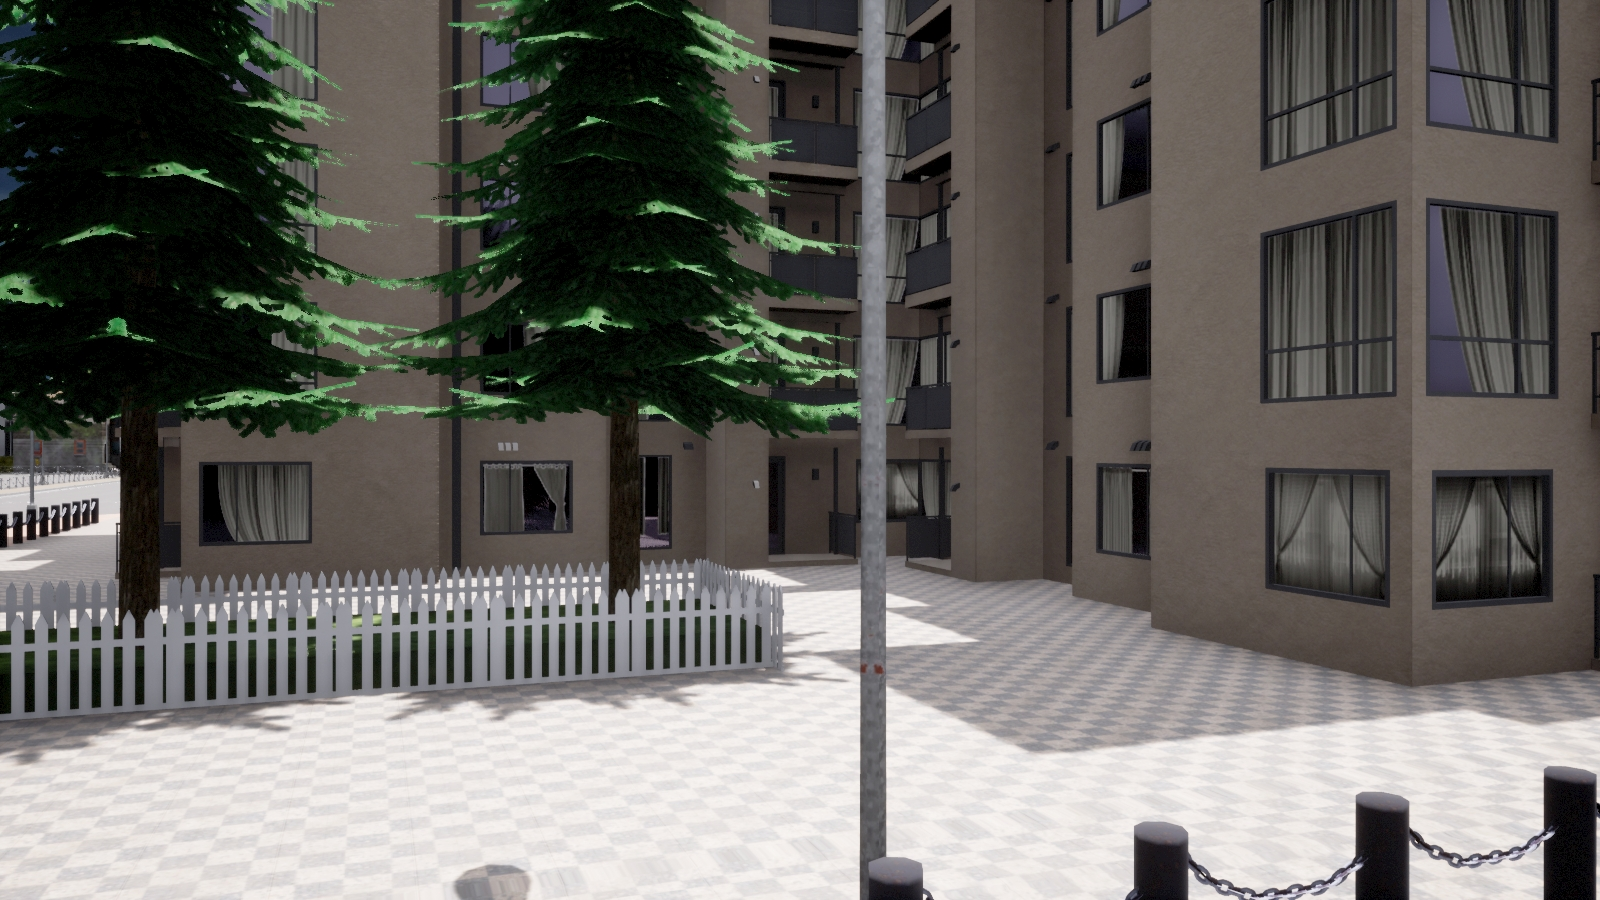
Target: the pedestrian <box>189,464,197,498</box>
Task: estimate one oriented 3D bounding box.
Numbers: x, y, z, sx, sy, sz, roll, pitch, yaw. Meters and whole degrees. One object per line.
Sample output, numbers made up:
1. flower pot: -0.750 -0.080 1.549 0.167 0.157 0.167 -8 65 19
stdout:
1. pedestrian: -32.983 1.671 62.107 0.375 1.860 0.375 0 0 -25
